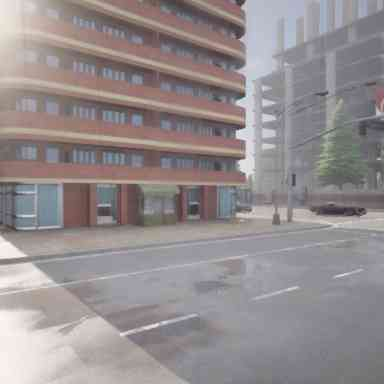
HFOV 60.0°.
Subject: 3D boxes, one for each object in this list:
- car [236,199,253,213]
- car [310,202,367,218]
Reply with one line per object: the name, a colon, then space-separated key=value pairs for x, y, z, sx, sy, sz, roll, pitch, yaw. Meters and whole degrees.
car: x=4.629 y=1.526 z=36.692 sx=1.812 sy=1.442 sz=4.674 roll=0 pitch=0 yaw=-36
car: x=13.407 y=1.601 z=30.629 sx=1.895 sy=1.301 sz=4.718 roll=0 pitch=0 yaw=-36
